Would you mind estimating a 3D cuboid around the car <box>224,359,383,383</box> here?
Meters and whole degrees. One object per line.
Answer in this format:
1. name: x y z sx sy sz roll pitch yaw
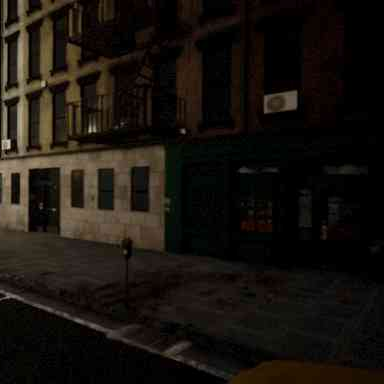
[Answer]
1. car: 2.075 1.533 1.329 4.829 1.417 1.752 1 0 35
